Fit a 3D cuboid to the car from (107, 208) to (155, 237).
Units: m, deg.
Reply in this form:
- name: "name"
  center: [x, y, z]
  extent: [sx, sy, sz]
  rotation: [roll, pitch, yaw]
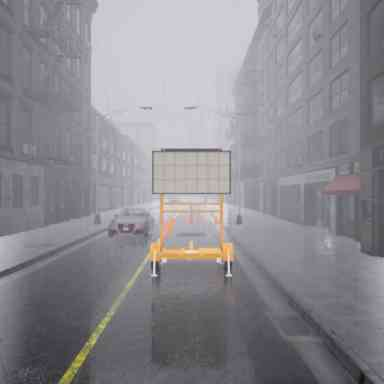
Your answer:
- name: "car"
  center: [-3.123, 1.572, 17.779]
  extent: [1.994, 1.385, 4.181]
  rotation: [0, 0, 0]

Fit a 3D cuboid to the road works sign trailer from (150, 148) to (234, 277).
- name: "road works sign trailer"
  center: [-0.012, 0.467, 10.273]
  extent: [2.380, 3.560, 2.880]
  rotation: [0, 0, 0]

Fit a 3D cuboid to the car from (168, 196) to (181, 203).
- name: "car"
  center: [-3.149, 1.445, 60.481]
  extent: [2.097, 1.767, 4.553]
  rotation: [0, 0, 0]
